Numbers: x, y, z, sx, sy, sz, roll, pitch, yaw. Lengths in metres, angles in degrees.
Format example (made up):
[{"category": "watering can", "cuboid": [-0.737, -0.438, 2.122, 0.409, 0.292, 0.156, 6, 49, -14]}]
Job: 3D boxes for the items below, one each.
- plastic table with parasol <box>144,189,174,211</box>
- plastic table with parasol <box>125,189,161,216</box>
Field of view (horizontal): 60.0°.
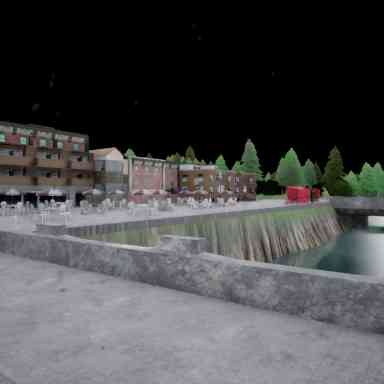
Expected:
[{"category": "plastic table with parasol", "cuboid": [-3.931, 0.925, 39.847, 2.482, 2.480, 2.482, 0, 0, 36]}, {"category": "plastic table with parasol", "cuboid": [-4.710, 0.925, 32.160, 2.482, 2.480, 2.482, 0, 0, 36]}]
